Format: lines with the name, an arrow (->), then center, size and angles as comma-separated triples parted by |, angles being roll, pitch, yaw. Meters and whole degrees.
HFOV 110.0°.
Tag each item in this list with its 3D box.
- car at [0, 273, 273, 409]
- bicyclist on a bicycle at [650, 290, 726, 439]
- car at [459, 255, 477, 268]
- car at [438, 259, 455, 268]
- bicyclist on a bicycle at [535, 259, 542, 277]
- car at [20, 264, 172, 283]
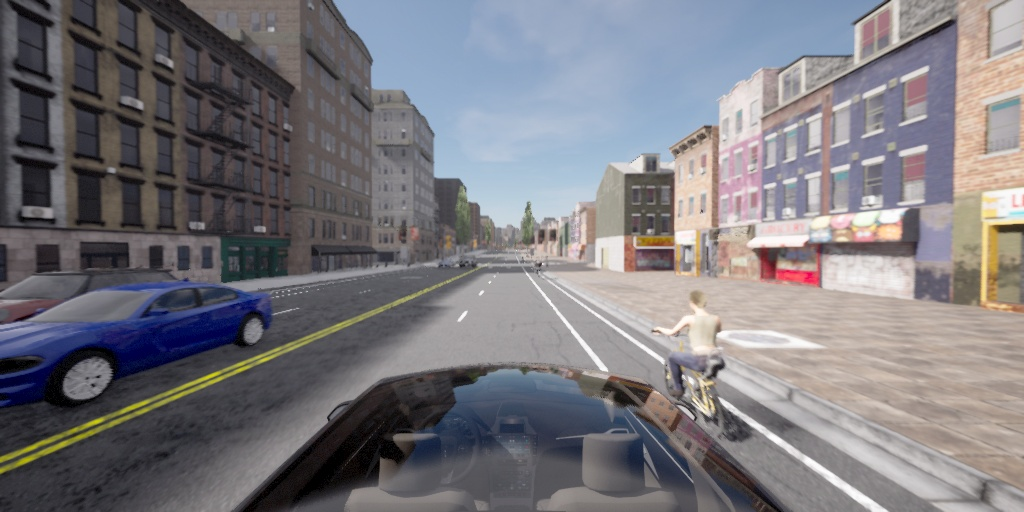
car -> -6.602, 1.227, 6.418 | 1.882, 1.535, 5.008 | 0, 0, 0
bicyclist on a bicycle -> 2.249, 1.208, 4.498 | 0.866, 1.612, 1.509 | 0, 5, 0
car -> -6.520, 0.846, 53.976 | 2.150, 2.045, 5.566 | 0, 0, 0
car -> -9.770, 1.143, 54.008 | 2.033, 1.411, 5.357 | 0, 0, 0
bicyclist on a bicycle -> 2.240, 1.087, 30.313 | 0.659, 1.776, 1.843 | 0, 3, 0
car -> -9.852, 1.100, 8.112 | 2.097, 1.767, 4.553 | 0, 0, 0
